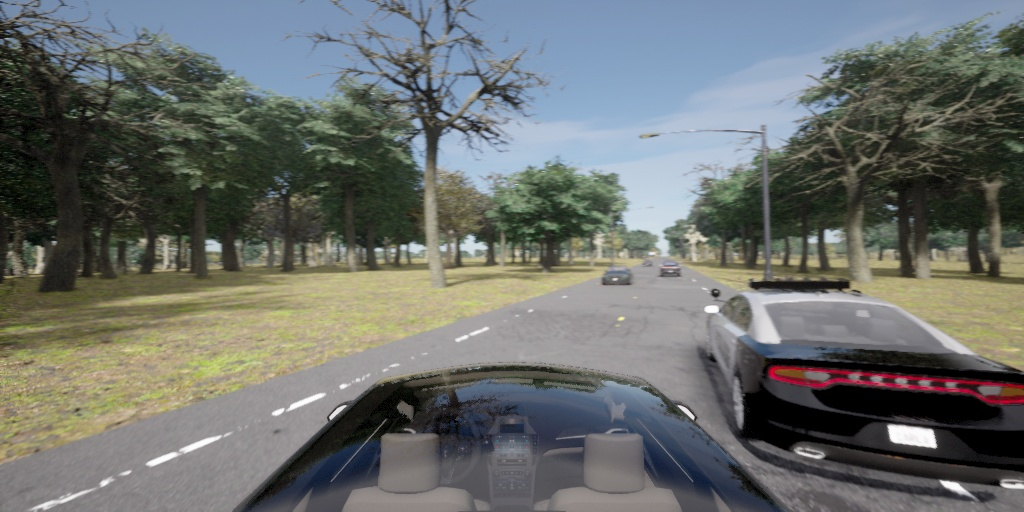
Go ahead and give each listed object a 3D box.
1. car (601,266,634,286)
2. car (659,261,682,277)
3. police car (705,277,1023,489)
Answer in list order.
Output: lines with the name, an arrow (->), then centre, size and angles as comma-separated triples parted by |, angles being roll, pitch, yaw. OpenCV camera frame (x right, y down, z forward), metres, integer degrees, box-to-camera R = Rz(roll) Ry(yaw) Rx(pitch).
car -> 7.886, 1.424, 26.617 | 1.994, 1.385, 4.181 | -2, -1, 23
car -> 15.815, 1.277, 35.856 | 2.128, 1.511, 4.902 | -2, -1, 23
police car -> 3.944, 1.121, 5.022 | 1.930, 1.638, 5.238 | -2, -1, 23
